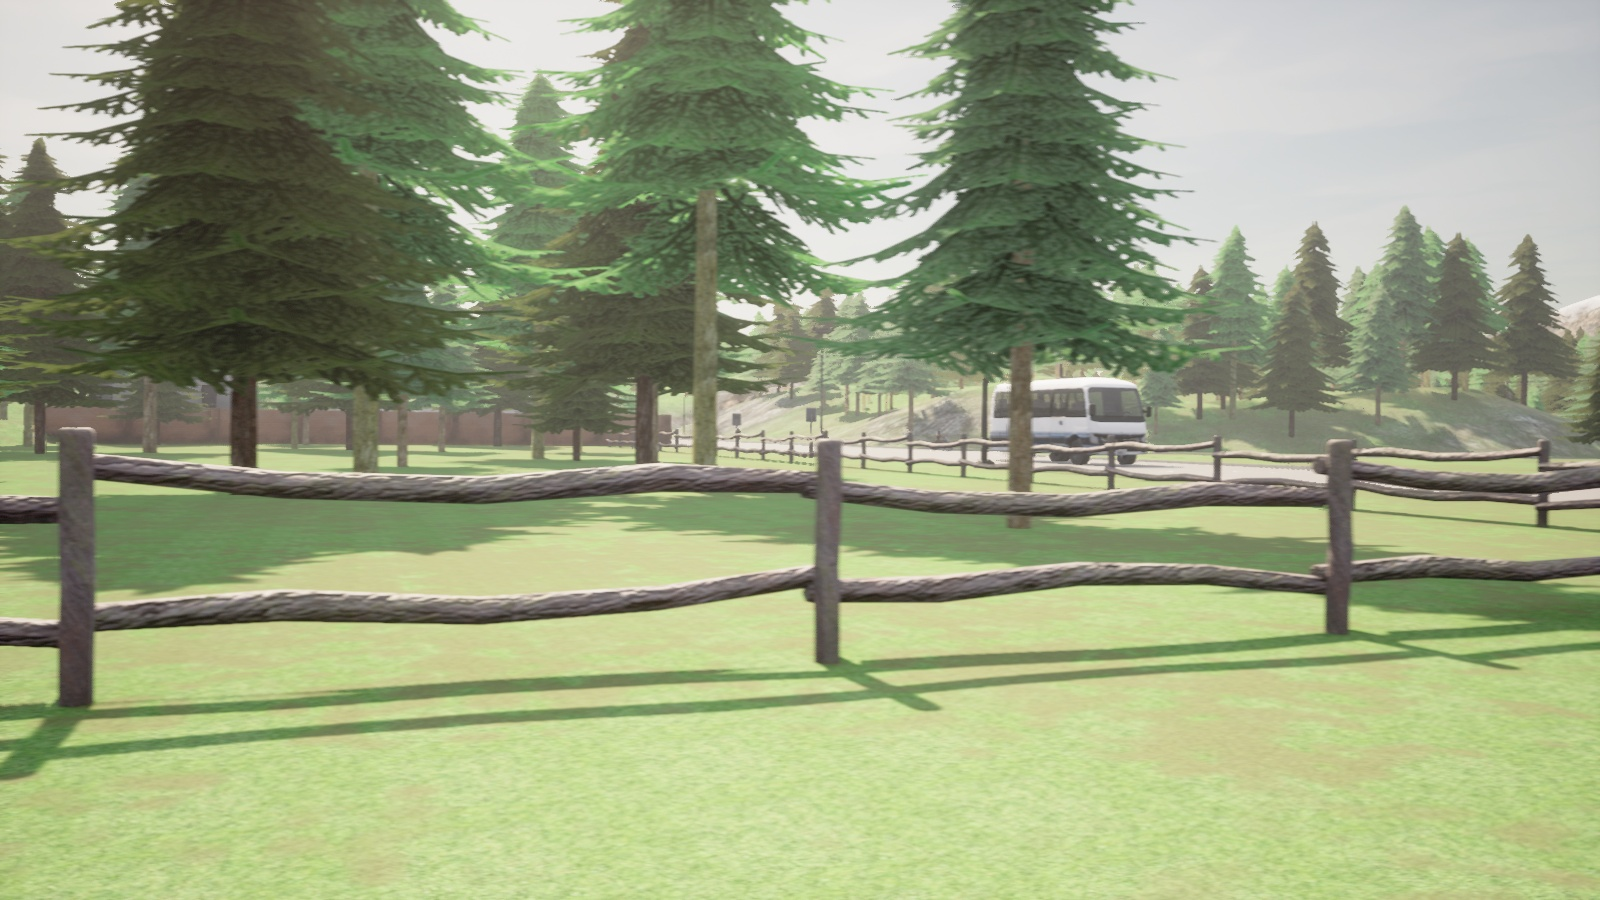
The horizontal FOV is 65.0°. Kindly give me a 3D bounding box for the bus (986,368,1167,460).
[{"bbox_3d":[13.608,-1.739,63.204,3.944,4.253,10.273,-1,1,-20],"label":"bus"}]
